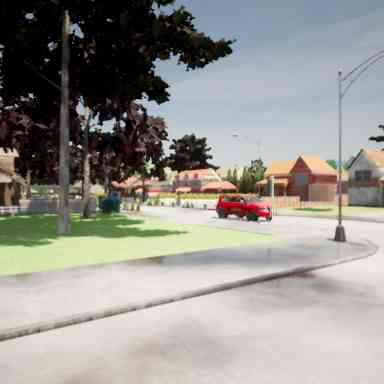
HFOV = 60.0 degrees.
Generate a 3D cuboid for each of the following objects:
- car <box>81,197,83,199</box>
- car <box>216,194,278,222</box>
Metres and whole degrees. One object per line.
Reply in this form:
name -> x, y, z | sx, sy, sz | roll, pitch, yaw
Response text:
car -> -18.634, 1.603, 58.776 | 1.895, 1.301, 4.718 | 0, 0, -36
car -> 4.246, 1.223, 26.772 | 2.150, 2.045, 5.566 | 0, 0, -36
